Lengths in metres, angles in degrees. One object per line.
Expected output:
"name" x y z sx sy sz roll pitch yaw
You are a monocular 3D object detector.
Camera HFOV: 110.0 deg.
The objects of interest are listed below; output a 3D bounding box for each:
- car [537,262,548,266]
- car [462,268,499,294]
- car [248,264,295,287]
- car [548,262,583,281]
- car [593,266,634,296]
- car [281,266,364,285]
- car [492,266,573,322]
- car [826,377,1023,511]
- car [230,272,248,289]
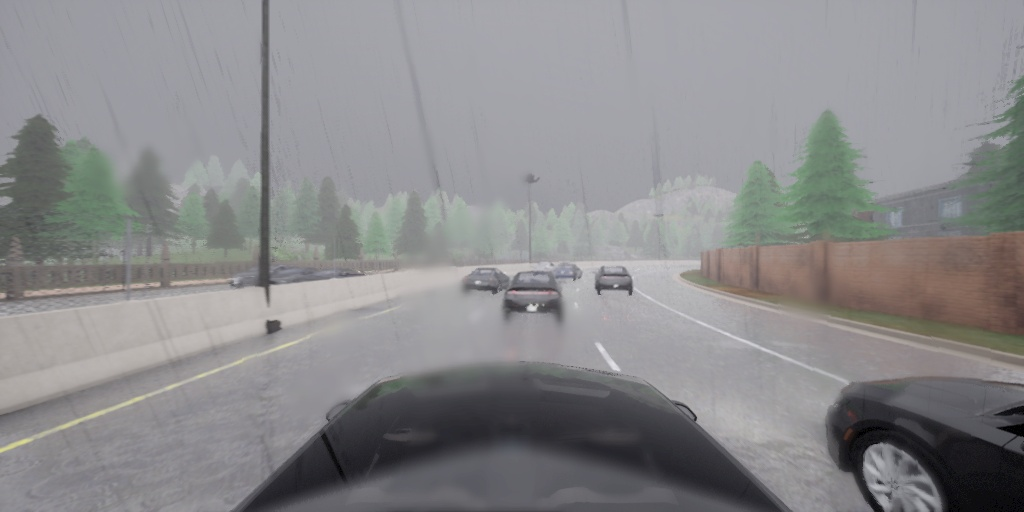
"car" 3.586 1.358 37.366 1.812 1.442 4.674 0 0 21
"car" -1.366 1.354 20.654 1.994 1.385 4.181 0 0 11
"car" -12.266 1.341 20.546 1.994 1.385 4.181 0 0 11
"car" 4.890 1.367 30.935 2.033 1.411 5.357 0 0 19
"car" 5.626 1.288 20.112 2.128 1.511 4.902 0 0 12
"car" -9.103 1.340 18.291 1.994 1.385 4.181 0 0 9
"car" 0.843 1.266 12.466 2.128 1.511 4.902 0 0 6
"car" 3.698 1.257 1.119 1.837 1.490 4.892 0 0 -1
"car" -15.352 1.271 23.050 2.128 1.511 4.902 0 0 11
